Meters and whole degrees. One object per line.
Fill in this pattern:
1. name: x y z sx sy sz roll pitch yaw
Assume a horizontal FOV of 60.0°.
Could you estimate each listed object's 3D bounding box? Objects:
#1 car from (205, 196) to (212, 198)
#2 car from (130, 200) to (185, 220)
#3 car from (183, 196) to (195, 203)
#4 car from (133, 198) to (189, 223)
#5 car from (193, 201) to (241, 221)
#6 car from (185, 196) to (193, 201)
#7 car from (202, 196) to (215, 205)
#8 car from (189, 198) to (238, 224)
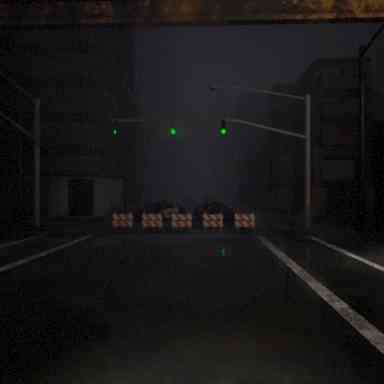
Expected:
1. car: 2.540 1.440 50.675 2.038 1.542 4.974 0 0 2
2. car: -2.420 1.289 24.632 1.853 1.218 4.536 0 0 27
3. car: -0.498 1.281 59.396 1.853 1.218 4.536 0 0 2
4. car: -2.444 1.447 24.586 2.038 1.542 4.974 0 0 27
5. car: 1.682 1.289 24.139 1.853 1.218 4.536 0 0 -18
6. car: -0.500 1.438 59.344 2.038 1.542 4.974 0 0 2
7. car: 2.542 1.283 50.727 1.853 1.218 4.536 0 0 2
8. car: 1.698 1.447 24.090 2.038 1.542 4.974 0 0 -18
